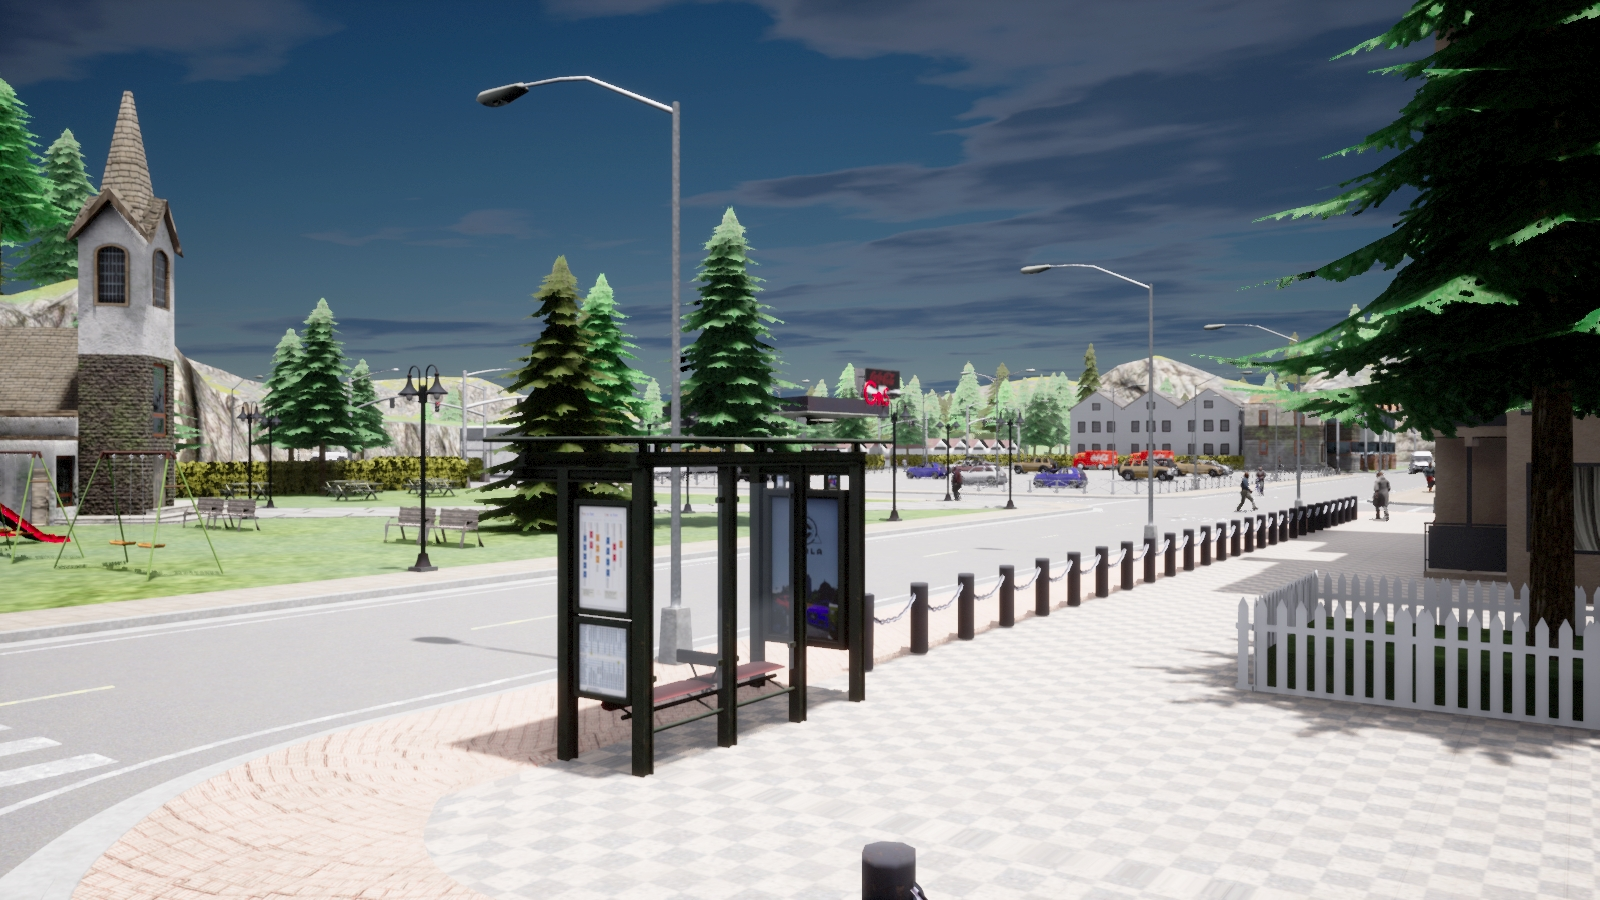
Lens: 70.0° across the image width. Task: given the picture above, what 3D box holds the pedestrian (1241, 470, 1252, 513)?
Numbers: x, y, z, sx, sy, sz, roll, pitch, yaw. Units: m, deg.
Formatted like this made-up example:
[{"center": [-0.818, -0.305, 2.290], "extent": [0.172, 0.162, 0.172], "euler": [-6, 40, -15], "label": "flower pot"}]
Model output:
[{"center": [19.701, 1.826, 50.421], "extent": [0.375, 1.860, 0.375], "euler": [0, 0, 31], "label": "pedestrian"}]

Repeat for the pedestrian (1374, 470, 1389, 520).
[{"center": [21.716, 1.677, 42.652], "extent": [0.375, 1.860, 0.375], "euler": [0, 0, 0], "label": "pedestrian"}]

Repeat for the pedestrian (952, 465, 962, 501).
[{"center": [7.999, 1.675, 58.338], "extent": [0.375, 1.860, 0.375], "euler": [0, 0, 39], "label": "pedestrian"}]

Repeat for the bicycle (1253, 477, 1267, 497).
[{"center": [27.250, 2.179, 67.666], "extent": [0.329, 1.171, 1.835], "euler": [-1, -1, 36], "label": "bicycle"}]

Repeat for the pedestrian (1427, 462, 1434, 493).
[{"center": [38.375, 1.670, 69.538], "extent": [0.375, 1.860, 0.375], "euler": [0, 0, 30], "label": "pedestrian"}]
